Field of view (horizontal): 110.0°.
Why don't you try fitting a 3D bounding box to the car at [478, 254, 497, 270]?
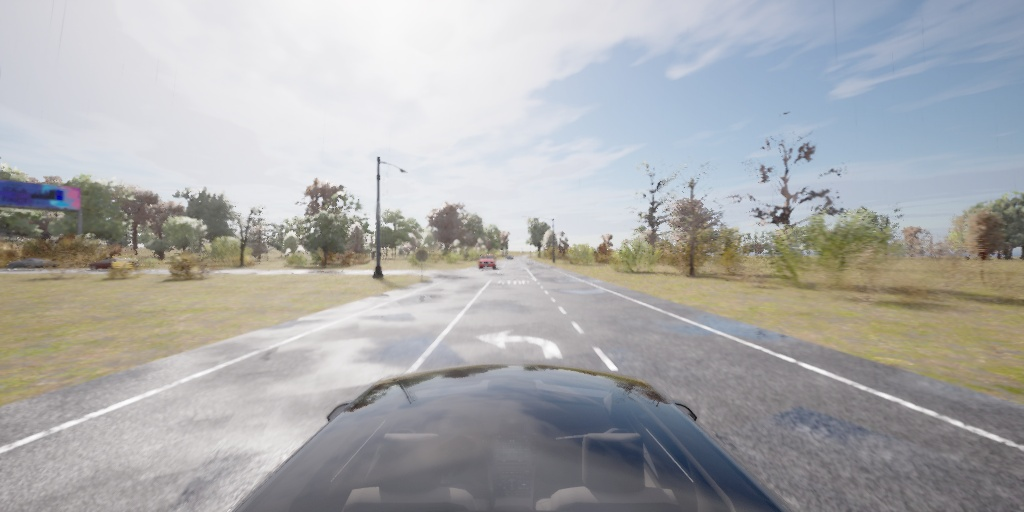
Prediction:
[{"bbox_3d":[-3.234,0.780,47.787,2.150,2.045,5.566,0,0,0],"label":"car"}]
